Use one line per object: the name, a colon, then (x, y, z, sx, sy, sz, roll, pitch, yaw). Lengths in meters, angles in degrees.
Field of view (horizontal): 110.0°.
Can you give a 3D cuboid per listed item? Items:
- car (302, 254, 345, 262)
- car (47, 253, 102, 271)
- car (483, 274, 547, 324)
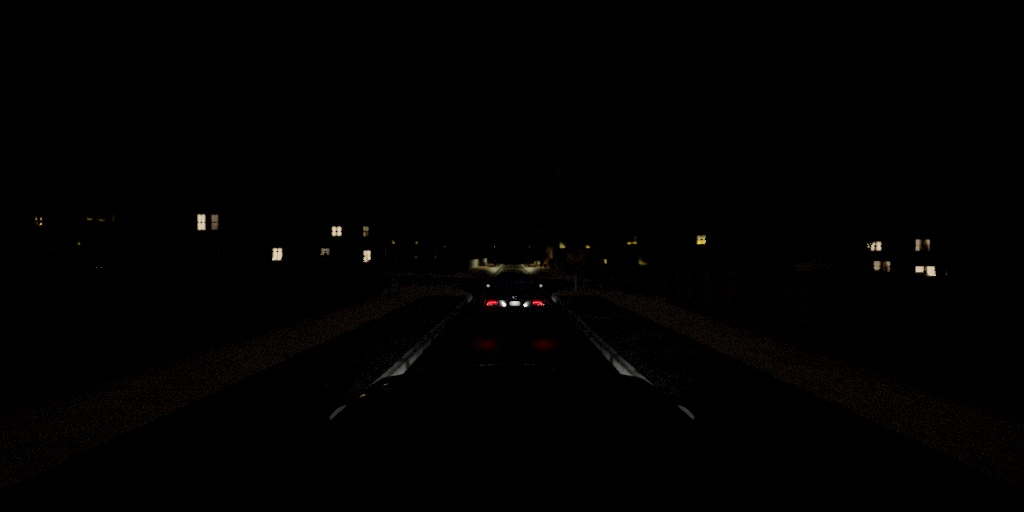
car: (-14.185, 0.731, 25.872, 4.553, 1.767, 2.097, 2, 1, 0)
car: (-27.772, 0.561, 22.826, 4.892, 1.490, 1.837, 2, 1, 0)
car: (0.084, 1.294, 11.924, 2.033, 1.411, 5.357, 0, 0, 0)
